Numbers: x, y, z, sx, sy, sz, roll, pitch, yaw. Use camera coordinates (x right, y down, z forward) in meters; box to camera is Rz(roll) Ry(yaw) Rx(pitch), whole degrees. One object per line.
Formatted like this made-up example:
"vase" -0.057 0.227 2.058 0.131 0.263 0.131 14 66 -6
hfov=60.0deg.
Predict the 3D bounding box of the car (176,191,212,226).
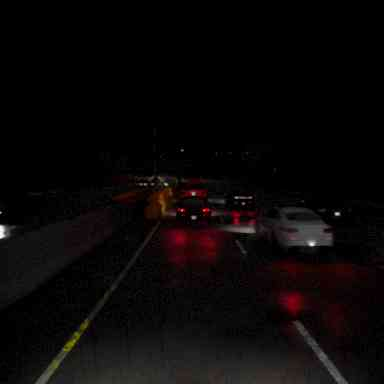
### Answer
"car" 0.094 0.908 18.082 1.812 1.442 4.674 0 3 0

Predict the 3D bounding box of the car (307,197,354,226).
"car" 7.092 0.939 18.218 1.994 1.385 4.181 0 3 0

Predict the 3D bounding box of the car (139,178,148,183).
"car" -13.700 -3.139 94.287 1.994 1.385 4.181 0 3 0

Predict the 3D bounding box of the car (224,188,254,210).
"car" 3.615 0.467 25.698 2.128 1.511 4.902 0 3 0

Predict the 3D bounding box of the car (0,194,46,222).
"car" -10.601 0.839 19.772 2.033 1.411 5.357 0 3 0

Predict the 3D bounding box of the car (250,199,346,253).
"car" 3.585 1.215 12.253 1.812 1.442 4.674 0 2 0

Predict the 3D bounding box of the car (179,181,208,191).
"car" 0.117 0.092 27.655 2.150 2.045 5.566 0 3 0

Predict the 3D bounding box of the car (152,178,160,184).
"car" -10.200 -3.212 94.269 1.882 1.535 5.008 0 3 0

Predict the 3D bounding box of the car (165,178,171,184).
"car" -6.700 -3.164 94.257 2.128 1.511 4.902 0 3 0
